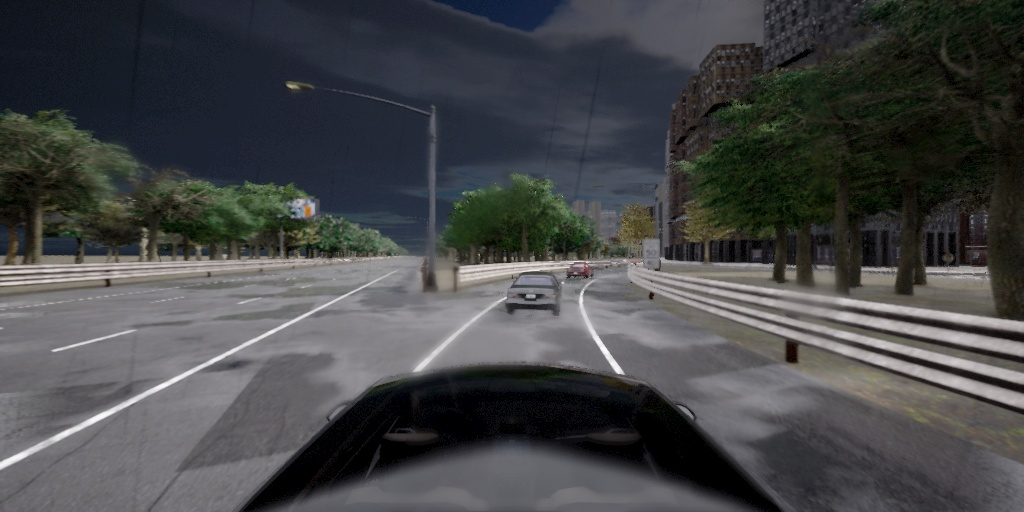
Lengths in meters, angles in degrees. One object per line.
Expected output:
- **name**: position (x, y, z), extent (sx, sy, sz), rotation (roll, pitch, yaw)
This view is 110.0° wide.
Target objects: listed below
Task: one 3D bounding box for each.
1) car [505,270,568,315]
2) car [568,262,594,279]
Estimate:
- **car**: position (0.977, 1.304, 13.701), extent (2.033, 1.411, 5.357), rotation (0, 0, 9)
- **car**: position (6.308, 1.304, 32.917), extent (1.812, 1.442, 4.674), rotation (0, 0, 22)
